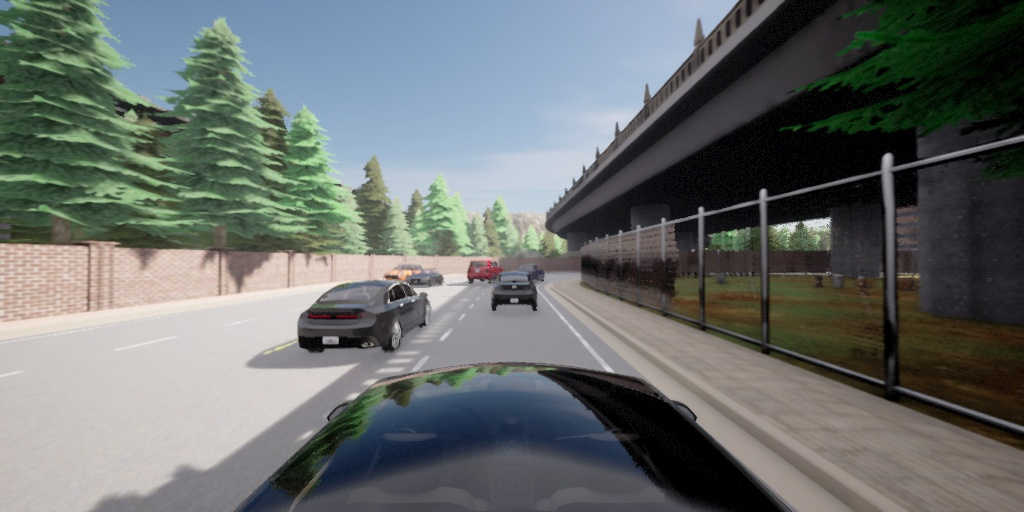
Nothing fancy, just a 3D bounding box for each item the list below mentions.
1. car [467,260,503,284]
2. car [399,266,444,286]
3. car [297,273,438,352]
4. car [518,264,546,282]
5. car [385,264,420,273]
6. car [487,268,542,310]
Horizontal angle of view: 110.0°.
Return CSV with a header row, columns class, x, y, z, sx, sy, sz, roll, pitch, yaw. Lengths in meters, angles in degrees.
class,x,y,z,sx,sy,sz,roll,pitch,yaw
car,-2.207,1.371,31.950,2.150,2.045,5.566,-1,-1,13
car,-6.587,1.651,27.163,1.994,1.385,4.181,0,-1,6
car,-3.410,1.356,9.177,1.837,1.490,4.892,0,0,0
car,1.697,1.509,32.557,2.097,1.767,4.553,0,-1,16
car,-9.420,1.499,31.656,2.097,1.767,4.553,0,-1,13
car,0.094,1.439,15.709,1.837,1.490,4.892,0,-1,0
